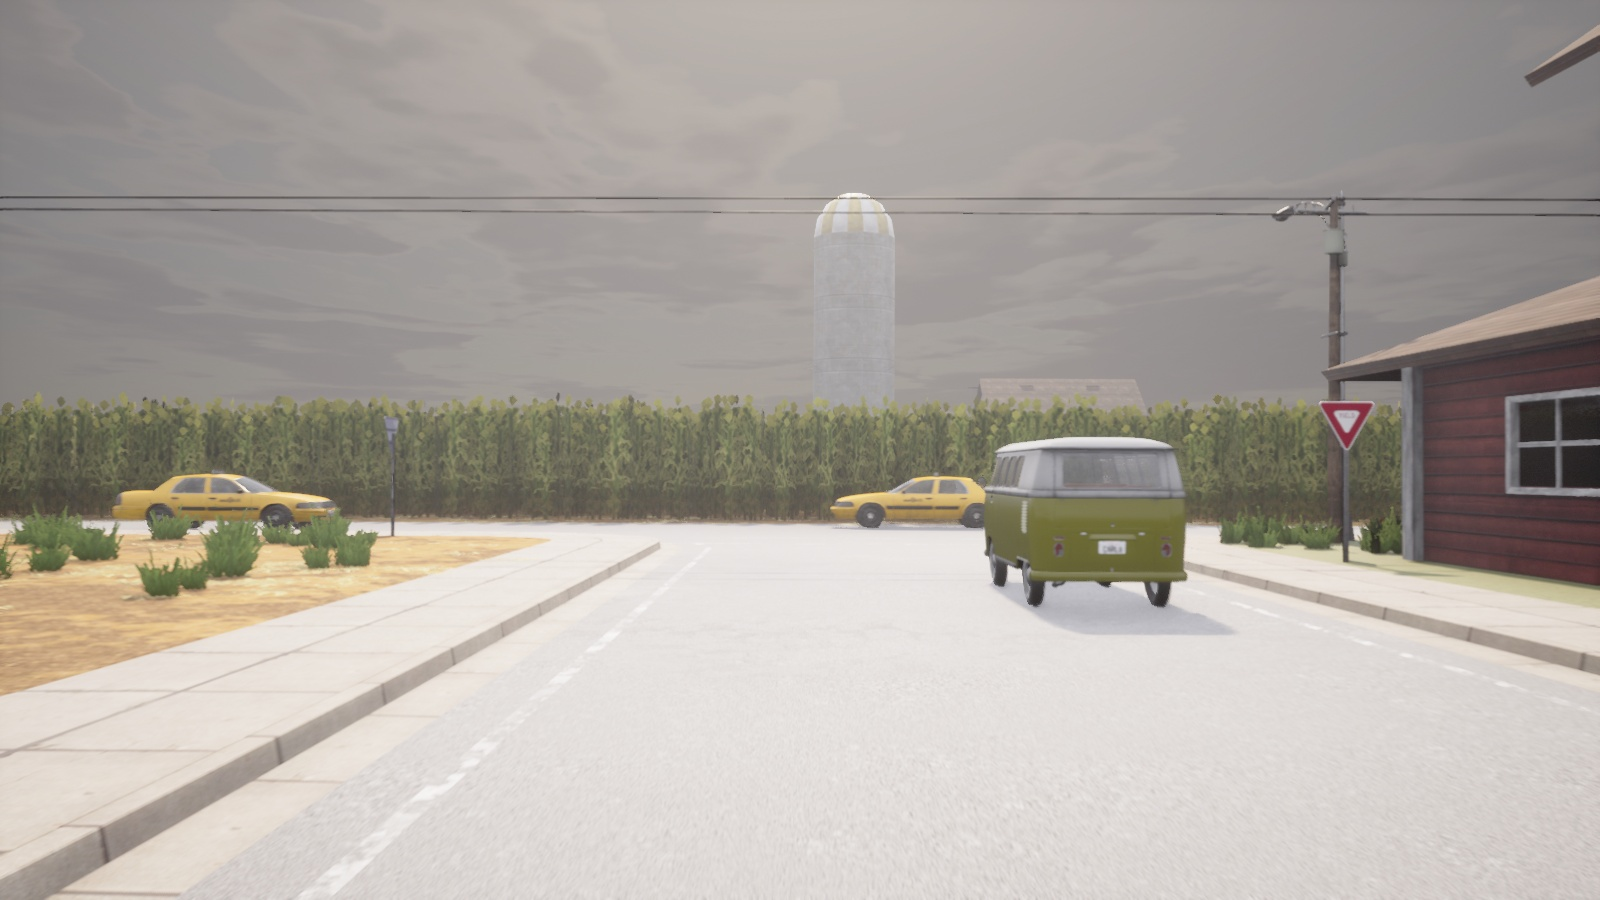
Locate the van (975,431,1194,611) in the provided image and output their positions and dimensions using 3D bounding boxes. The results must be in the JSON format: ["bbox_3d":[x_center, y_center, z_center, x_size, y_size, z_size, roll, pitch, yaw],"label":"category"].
[{"bbox_3d":[3.460,0.823,16.107,1.775,1.987,4.442,0,-1,0],"label":"van"}]

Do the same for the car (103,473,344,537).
[{"bbox_3d":[-14.731,1.380,32.267,5.366,1.575,1.801,0,-1,1],"label":"car"}]

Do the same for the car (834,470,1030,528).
[{"bbox_3d":[3.667,1.359,35.536,5.366,1.575,1.801,0,-1,1],"label":"car"}]
